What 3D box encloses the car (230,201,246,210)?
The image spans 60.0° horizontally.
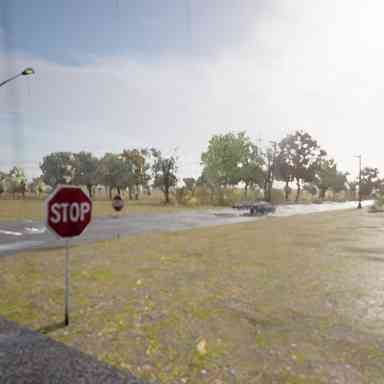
[{"bbox_3d":[7.981,2.094,52.043,2.033,1.411,5.357,1,0,36],"label":"car"}]

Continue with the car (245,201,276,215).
[{"bbox_3d":[8.837,2.023,41.269,1.837,1.490,4.892,1,0,36],"label":"car"}]

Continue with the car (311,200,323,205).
[{"bbox_3d":[32.285,2.603,85.673,1.895,1.301,4.718,1,0,36],"label":"car"}]
